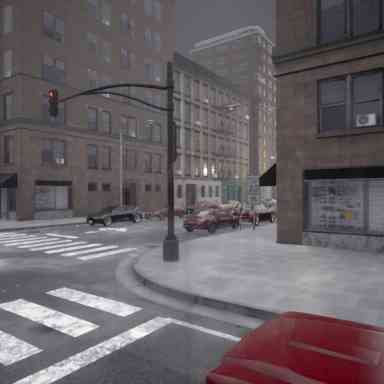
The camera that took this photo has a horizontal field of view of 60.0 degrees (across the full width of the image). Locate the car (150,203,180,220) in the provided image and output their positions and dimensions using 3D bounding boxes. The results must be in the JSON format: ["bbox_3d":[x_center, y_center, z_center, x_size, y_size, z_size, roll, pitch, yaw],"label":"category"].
[{"bbox_3d":[-2.170,1.604,28.049,1.802,1.307,4.206,0,0,36],"label":"car"}]

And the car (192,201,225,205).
[{"bbox_3d":[1.040,1.565,32.537,1.887,1.381,4.507,0,0,36],"label":"car"}]

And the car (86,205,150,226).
[{"bbox_3d":[-5.380,1.590,23.560,1.947,1.339,4.313,0,0,36],"label":"car"}]

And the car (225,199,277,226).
[{"bbox_3d":[4.359,1.411,23.383,1.967,1.590,4.097,0,0,36],"label":"car"}]

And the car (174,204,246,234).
[{"bbox_3d":[1.149,1.555,18.893,1.802,1.307,4.206,0,0,36],"label":"car"}]

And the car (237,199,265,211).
[{"bbox_3d":[7.459,1.600,41.515,1.802,1.307,4.206,0,0,36],"label":"car"}]

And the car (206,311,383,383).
[{"bbox_3d":[2.351,1.601,2.013,4.718,1.301,1.895,0,0,36],"label":"car"}]

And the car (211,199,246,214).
[{"bbox_3d":[4.150,1.544,36.888,1.752,1.417,4.829,0,0,36],"label":"car"}]

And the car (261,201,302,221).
[{"bbox_3d":[7.668,1.495,28.010,1.752,1.417,4.829,0,0,36],"label":"car"}]

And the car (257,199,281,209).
[{"bbox_3d":[10.669,1.601,46.004,1.802,1.307,4.206,0,0,36],"label":"car"}]
